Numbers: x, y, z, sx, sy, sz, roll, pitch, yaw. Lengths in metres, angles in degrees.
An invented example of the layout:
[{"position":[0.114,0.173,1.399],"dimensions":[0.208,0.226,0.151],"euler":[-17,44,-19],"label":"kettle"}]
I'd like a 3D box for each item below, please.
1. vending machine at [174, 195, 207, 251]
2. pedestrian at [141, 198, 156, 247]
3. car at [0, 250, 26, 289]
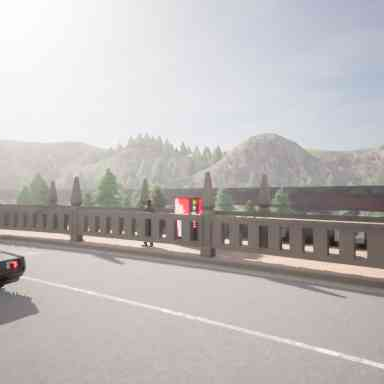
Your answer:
[{"position":[-0.051,1.195,13.274],"dimensions":[0.880,2.100,1.100],"euler":[0,0,32],"label":"vending machine"},{"position":[-1.632,1.141,12.511],"dimensions":[0.375,1.860,0.375],"euler":[0,0,31],"label":"pedestrian"},{"position":[-6.088,1.600,7.675],"dimensions":[4.718,1.301,1.895],"euler":[0,0,30],"label":"car"}]
